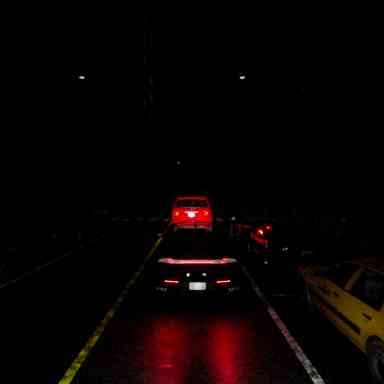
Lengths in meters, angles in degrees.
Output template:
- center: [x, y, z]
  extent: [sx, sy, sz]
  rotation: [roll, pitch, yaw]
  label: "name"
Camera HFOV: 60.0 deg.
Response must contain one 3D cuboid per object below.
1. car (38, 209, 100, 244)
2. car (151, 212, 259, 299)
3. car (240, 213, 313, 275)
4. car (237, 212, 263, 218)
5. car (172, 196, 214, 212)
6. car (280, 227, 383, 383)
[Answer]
- center: [-5.684, 1.539, 15.853]
  extent: [1.887, 1.381, 4.507]
  rotation: [-1, 0, 0]
  label: "car"
- center: [0.096, 1.489, 8.445]
  extent: [2.128, 1.511, 4.902]
  rotation: [0, 0, 0]
  label: "car"
- center: [2.863, 1.562, 10.273]
  extent: [1.947, 1.339, 4.313]
  rotation: [-1, 0, 0]
  label: "car"
- center: [2.861, 1.576, 15.859]
  extent: [1.802, 1.307, 4.206]
  rotation: [-1, 0, 0]
  label: "car"
- center: [0.062, 1.215, 18.793]
  extent: [2.150, 2.045, 5.566]
  rotation: [0, 0, 2]
  label: "car"
- center: [2.864, 1.524, 4.857]
  extent: [1.752, 1.417, 4.829]
  rotation: [-1, 0, 0]
  label: "car"
